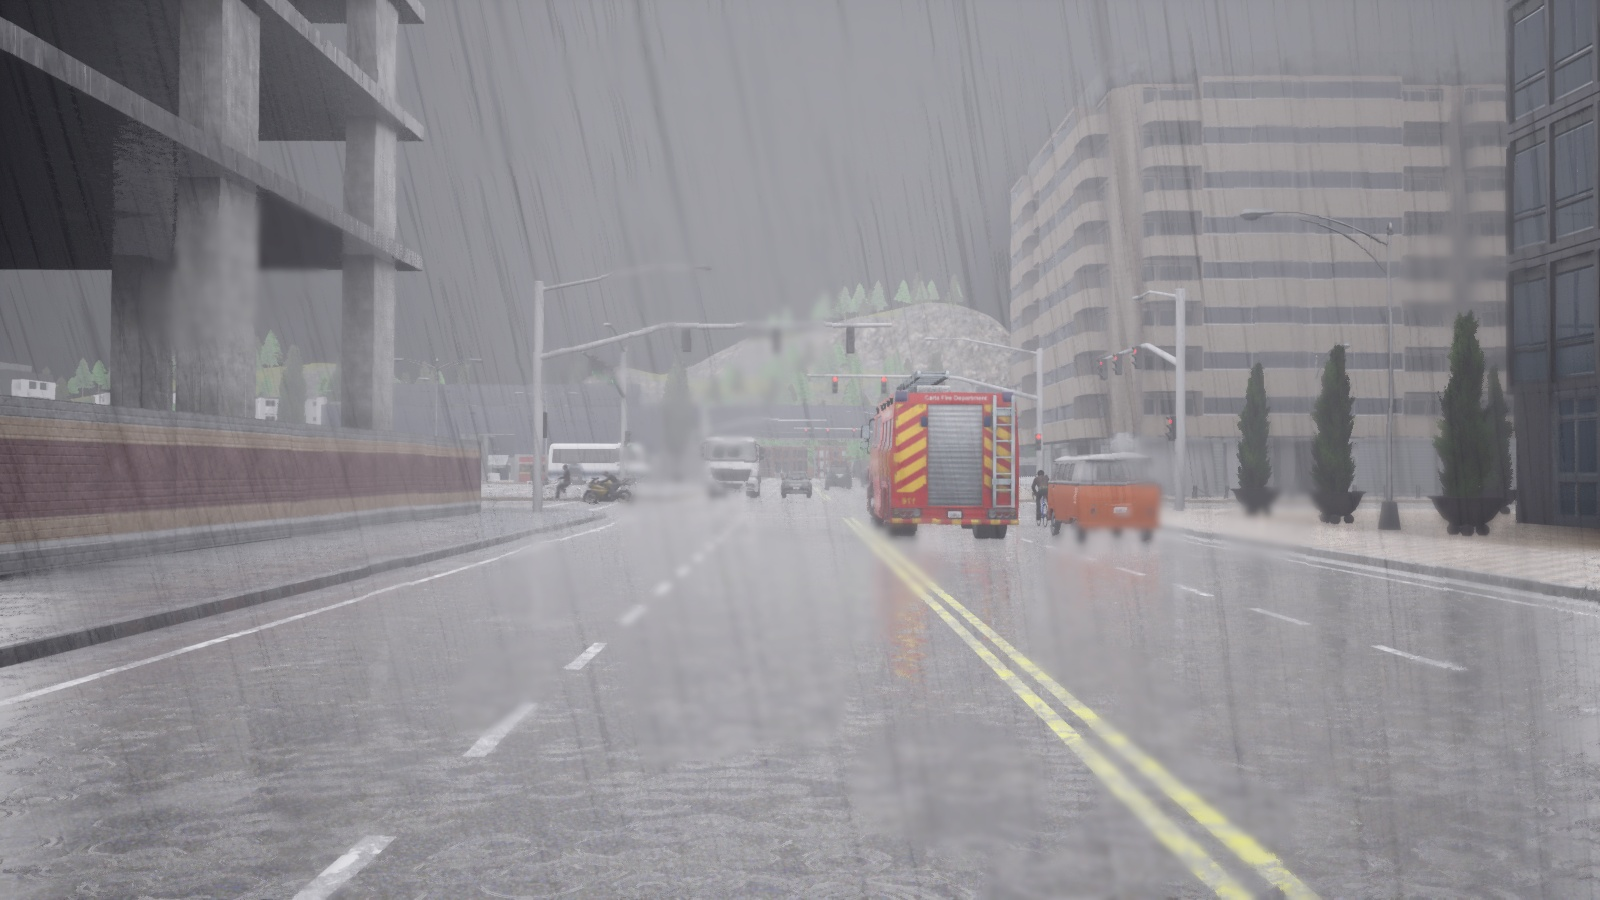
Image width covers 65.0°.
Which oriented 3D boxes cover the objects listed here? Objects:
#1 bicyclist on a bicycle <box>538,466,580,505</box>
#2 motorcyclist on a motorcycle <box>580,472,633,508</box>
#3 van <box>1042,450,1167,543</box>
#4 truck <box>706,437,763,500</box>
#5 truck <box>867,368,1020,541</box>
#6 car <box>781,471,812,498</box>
[{"bbox_3d":[-11.272,1.661,58.873,1.843,1.776,0.659,0,-1,-1],"label":"bicyclist on a bicycle"},{"bbox_3d":[-8.533,1.765,55.394,2.191,1.530,0.866,1,-1,-1],"label":"motorcyclist on a motorcycle"},{"bbox_3d":[6.924,1.025,29.000,1.775,1.987,4.442,0,-1,0],"label":"van"},{"bbox_3d":[-3.691,1.064,72.659,2.891,3.462,7.936,0,-1,0],"label":"truck"},{"bbox_3d":[3.412,0.173,32.061,2.891,3.827,8.468,0,-1,0],"label":"truck"},{"bbox_3d":[-0.190,2.029,73.717,1.789,1.549,3.705,0,-1,0],"label":"car"}]
